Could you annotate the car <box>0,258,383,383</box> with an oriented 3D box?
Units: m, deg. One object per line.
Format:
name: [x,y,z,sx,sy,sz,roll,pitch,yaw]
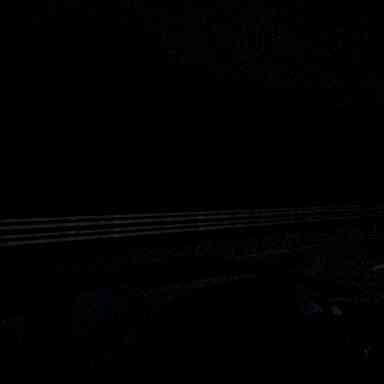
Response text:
car: [0.264,1.553,3.933,5.357,1.411,2.033,0,0,-35]
